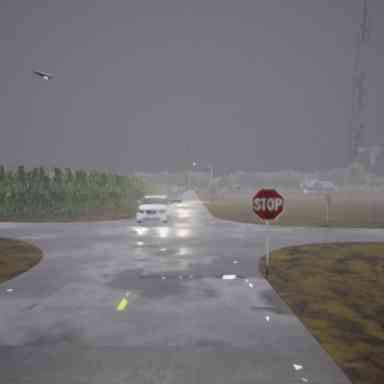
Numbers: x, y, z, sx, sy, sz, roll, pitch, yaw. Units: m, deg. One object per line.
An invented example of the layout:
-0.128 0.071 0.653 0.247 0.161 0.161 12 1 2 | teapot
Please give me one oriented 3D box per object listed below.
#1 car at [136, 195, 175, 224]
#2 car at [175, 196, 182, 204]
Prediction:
-2.741 1.287 25.086 2.150 2.045 5.566 0 0 0 | car
-2.751 1.306 56.116 1.994 1.385 4.181 0 1 0 | car
